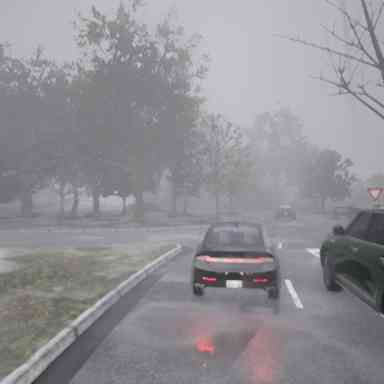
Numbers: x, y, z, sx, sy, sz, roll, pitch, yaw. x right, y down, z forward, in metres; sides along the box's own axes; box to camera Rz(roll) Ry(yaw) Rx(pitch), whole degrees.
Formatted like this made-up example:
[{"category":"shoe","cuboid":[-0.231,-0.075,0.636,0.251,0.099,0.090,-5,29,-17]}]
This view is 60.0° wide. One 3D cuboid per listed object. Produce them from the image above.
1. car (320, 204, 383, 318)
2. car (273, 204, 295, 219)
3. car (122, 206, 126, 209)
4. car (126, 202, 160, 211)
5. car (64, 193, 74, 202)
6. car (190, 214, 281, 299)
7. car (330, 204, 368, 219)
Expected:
[{"category":"car","cuboid":[3.948,1.222,5.772,2.150,2.045,5.566,0,0,6]},{"category":"car","cuboid":[9.559,2.007,34.587,1.812,1.442,4.674,0,-1,10]},{"category":"car","cuboid":[-9.766,2.587,59.673,5.357,1.411,2.033,0,-1,1]},{"category":"car","cuboid":[-7.969,2.441,56.274,5.008,1.535,1.882,0,-1,7]},{"category":"car","cuboid":[-32.448,1.714,85.606,1.946,1.575,5.366,0,2,-12]},{"category":"car","cuboid":[1.141,1.513,8.580,2.128,1.511,4.902,0,0,8]},{"category":"car","cuboid":[17.218,2.047,36.334,4.902,1.511,2.128,2,-3,-43]}]
